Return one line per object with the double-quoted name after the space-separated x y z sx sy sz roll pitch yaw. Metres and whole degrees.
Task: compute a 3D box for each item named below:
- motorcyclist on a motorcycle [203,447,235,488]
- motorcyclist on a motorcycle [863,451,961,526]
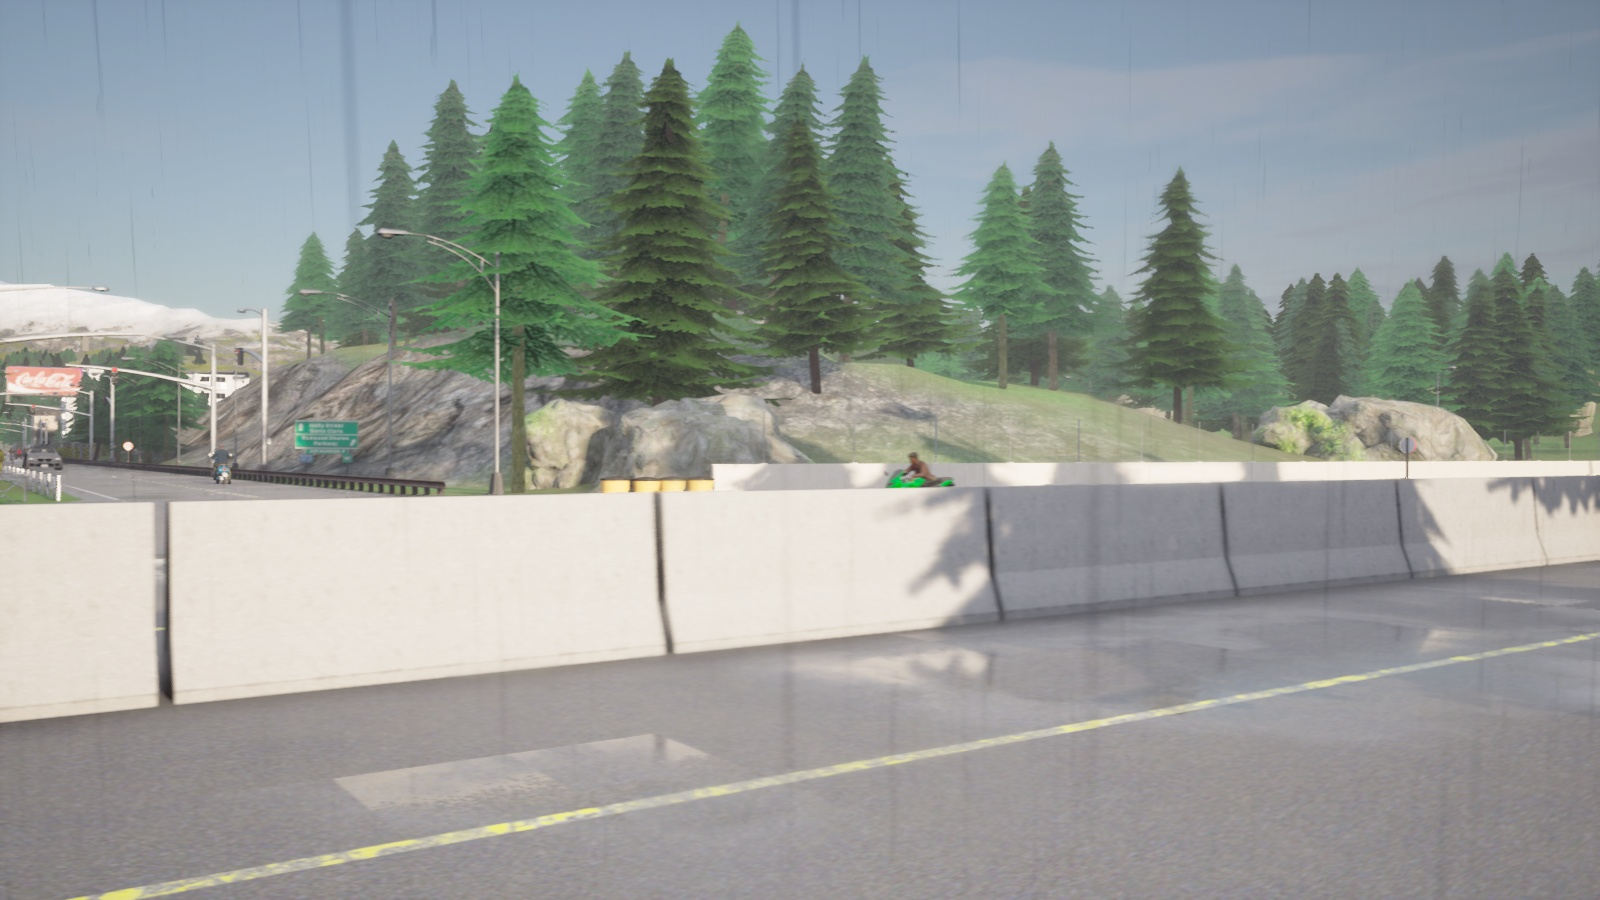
-23.113 0.674 49.955 0.866 1.590 1.817 0 0 -34 "motorcyclist on a motorcycle"
2.382 0.787 26.638 2.044 1.523 0.797 0 0 -35 "motorcyclist on a motorcycle"
